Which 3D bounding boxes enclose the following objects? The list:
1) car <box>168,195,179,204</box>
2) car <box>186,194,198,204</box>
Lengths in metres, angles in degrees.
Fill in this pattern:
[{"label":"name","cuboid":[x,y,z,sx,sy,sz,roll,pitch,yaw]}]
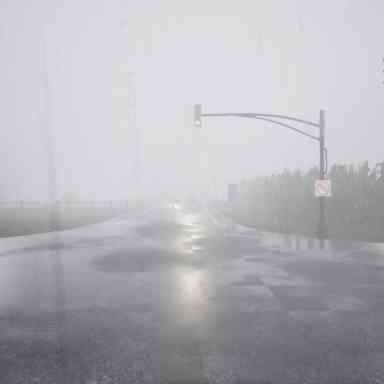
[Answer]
[{"label":"car","cuboid":[-3.483,1.409,63.478,2.128,1.511,4.902,0,0,0]},{"label":"car","cuboid":[0.016,1.529,59.329,1.895,1.301,4.718,0,0,0]}]
